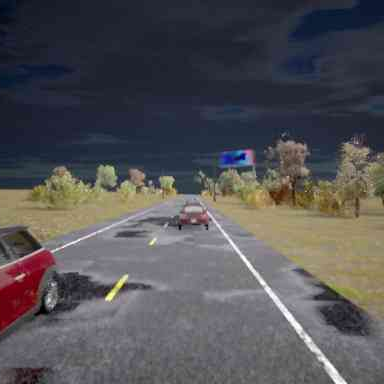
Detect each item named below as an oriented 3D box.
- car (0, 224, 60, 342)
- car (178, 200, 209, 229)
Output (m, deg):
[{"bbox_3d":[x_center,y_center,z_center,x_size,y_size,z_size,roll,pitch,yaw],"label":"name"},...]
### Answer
[{"bbox_3d":[-3.600,1.348,4.500,2.097,1.767,4.553,0,0,0],"label":"car"},{"bbox_3d":[0.096,1.511,21.521,1.812,1.442,4.674,0,0,0],"label":"car"}]
